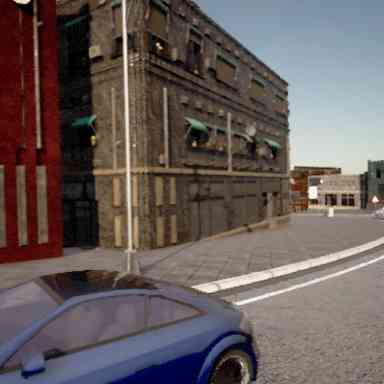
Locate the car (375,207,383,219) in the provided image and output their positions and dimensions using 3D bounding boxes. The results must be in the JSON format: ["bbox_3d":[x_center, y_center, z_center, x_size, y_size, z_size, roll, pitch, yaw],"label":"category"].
[{"bbox_3d":[23.103,2.516,39.076,1.812,1.442,4.674,-1,-3,13],"label":"car"}]

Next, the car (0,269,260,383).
[{"bbox_3d":[-1.296,1.564,3.232,4.181,1.385,1.994,0,0,-37],"label":"car"}]
